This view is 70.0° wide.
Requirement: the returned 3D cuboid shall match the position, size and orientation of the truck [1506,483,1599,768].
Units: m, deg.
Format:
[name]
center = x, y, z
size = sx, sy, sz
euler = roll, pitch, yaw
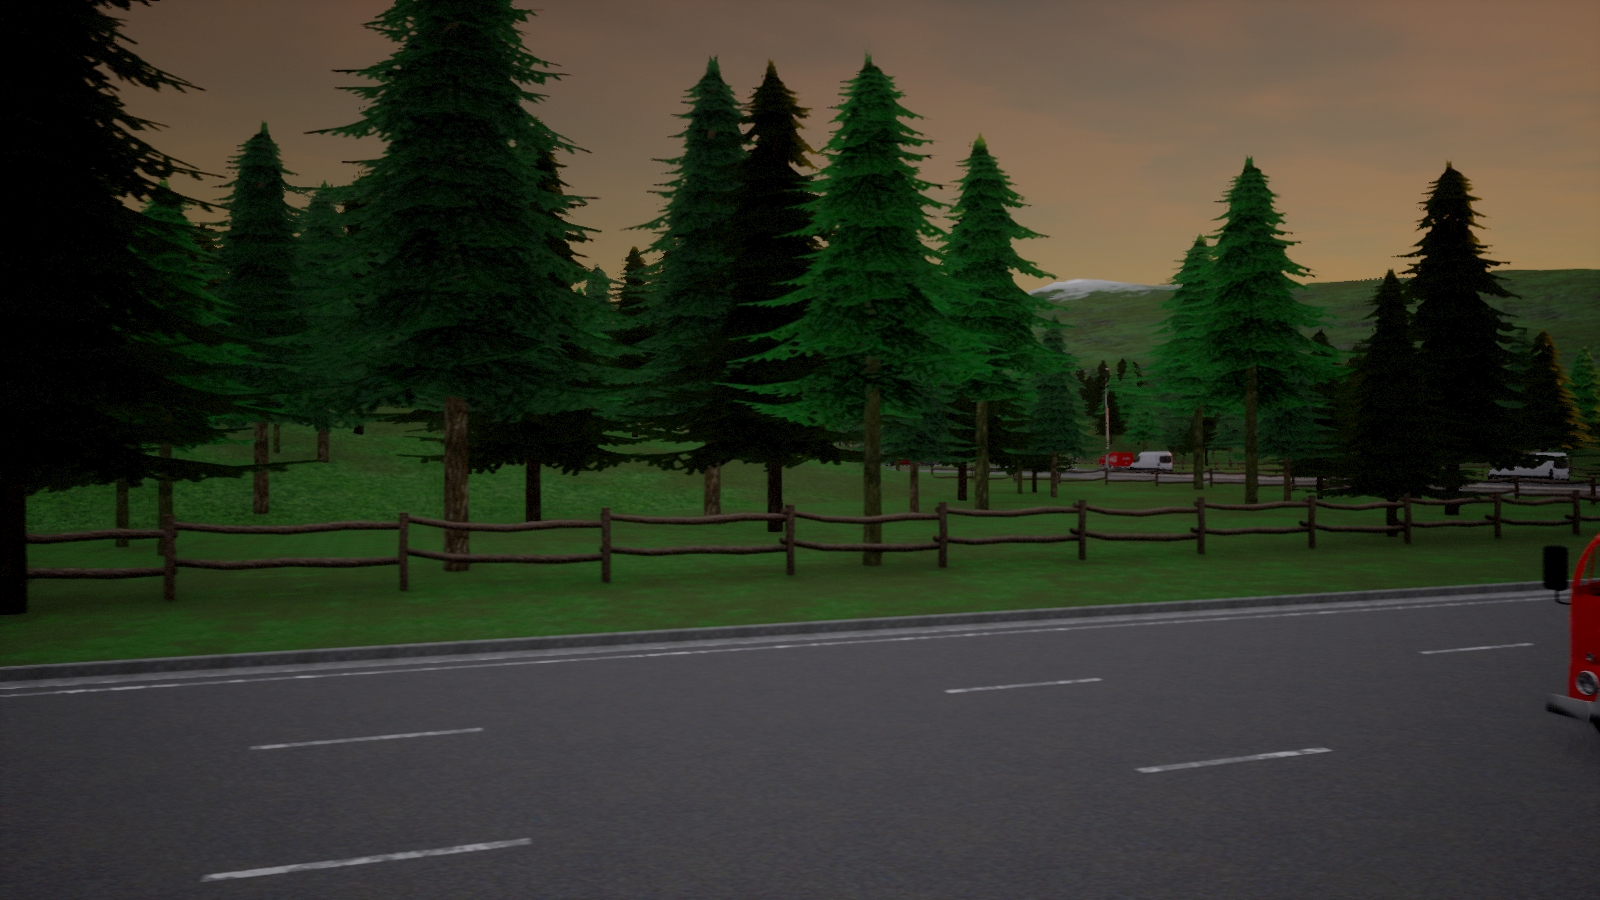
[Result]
[truck]
center = 9.609, 1.562, 10.523
size = 5.204, 2.467, 2.627
euler = 0, 0, -20
